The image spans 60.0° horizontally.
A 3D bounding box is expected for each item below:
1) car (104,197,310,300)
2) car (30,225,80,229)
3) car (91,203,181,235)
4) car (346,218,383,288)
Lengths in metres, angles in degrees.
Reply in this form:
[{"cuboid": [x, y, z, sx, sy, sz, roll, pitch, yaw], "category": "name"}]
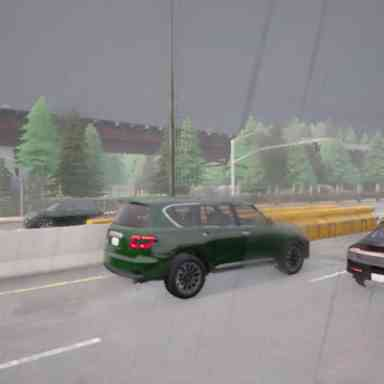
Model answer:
[{"cuboid": [0.601, 1.151, 8.490, 5.566, 2.045, 2.150, 1, 0, -35], "category": "car"}, {"cuboid": [-7.646, 1.290, 19.952, 4.553, 1.767, 2.097, -1, 1, -35], "category": "car"}, {"cuboid": [-3.107, 1.436, 18.853, 4.674, 1.442, 1.812, -1, 0, -35], "category": "car"}, {"cuboid": [5.516, 1.389, 7.682, 4.902, 1.511, 2.128, -1, 0, -36], "category": "car"}]
